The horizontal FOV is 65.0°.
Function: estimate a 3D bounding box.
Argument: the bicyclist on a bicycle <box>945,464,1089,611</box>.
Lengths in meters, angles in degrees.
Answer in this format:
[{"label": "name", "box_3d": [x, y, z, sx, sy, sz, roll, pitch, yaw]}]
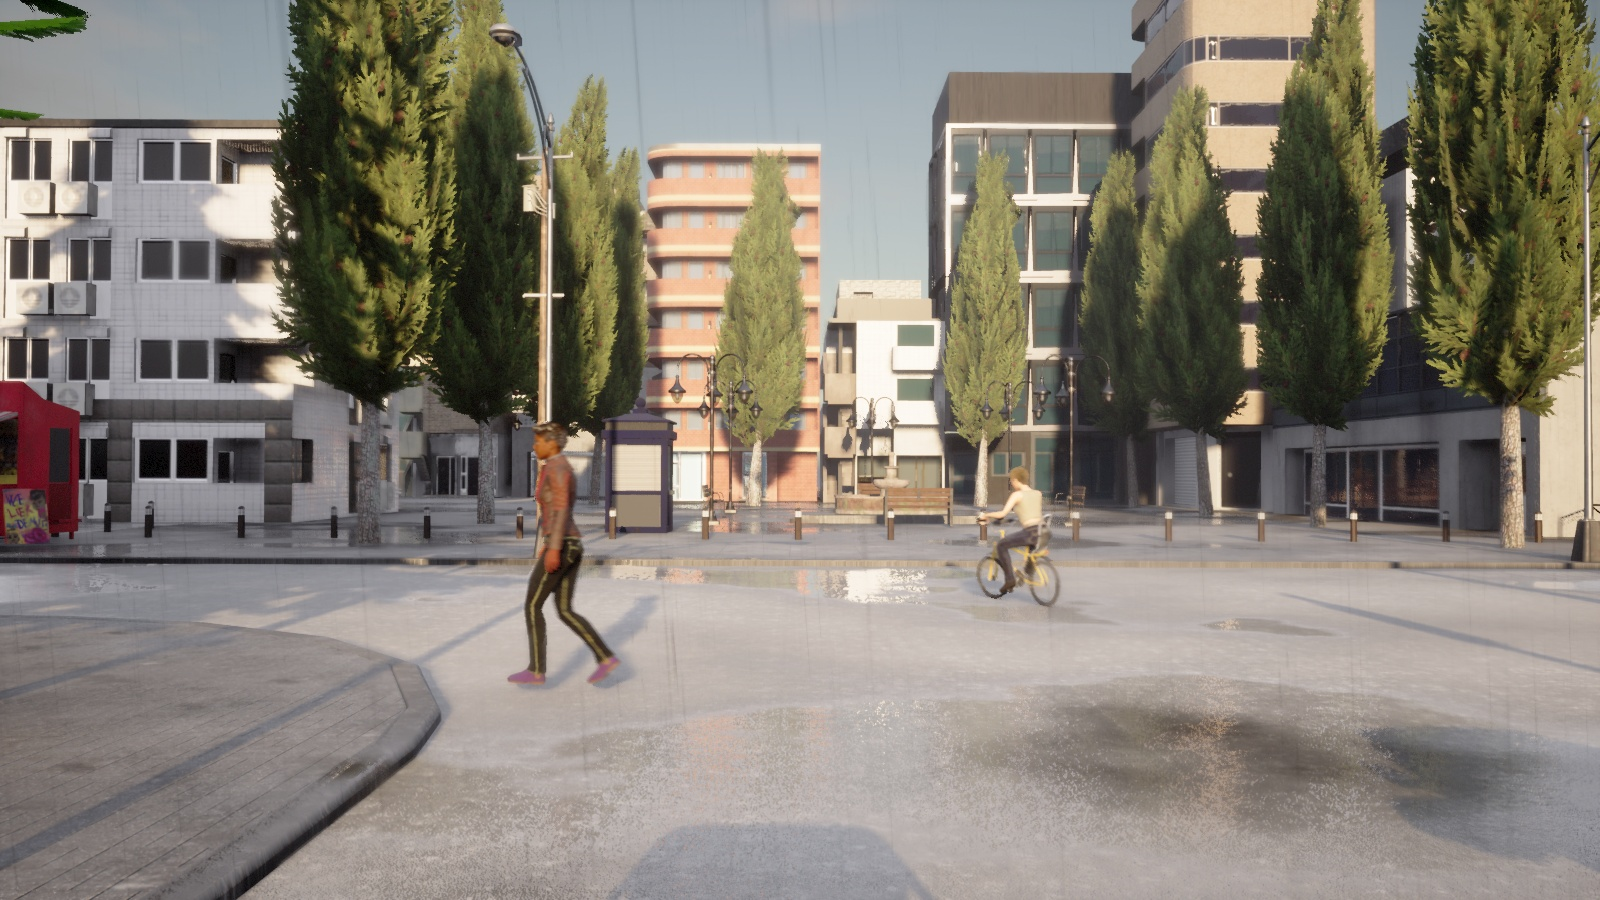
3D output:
[{"label": "bicyclist on a bicycle", "box_3d": [2.562, 0.991, 14.954, 0.866, 1.612, 1.509, -3, 0, -30]}]

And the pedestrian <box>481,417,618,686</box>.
[{"label": "pedestrian", "box_3d": [-1.709, 0.684, 8.607, 0.869, 1.805, 0.328, 0, -1, 0]}]
